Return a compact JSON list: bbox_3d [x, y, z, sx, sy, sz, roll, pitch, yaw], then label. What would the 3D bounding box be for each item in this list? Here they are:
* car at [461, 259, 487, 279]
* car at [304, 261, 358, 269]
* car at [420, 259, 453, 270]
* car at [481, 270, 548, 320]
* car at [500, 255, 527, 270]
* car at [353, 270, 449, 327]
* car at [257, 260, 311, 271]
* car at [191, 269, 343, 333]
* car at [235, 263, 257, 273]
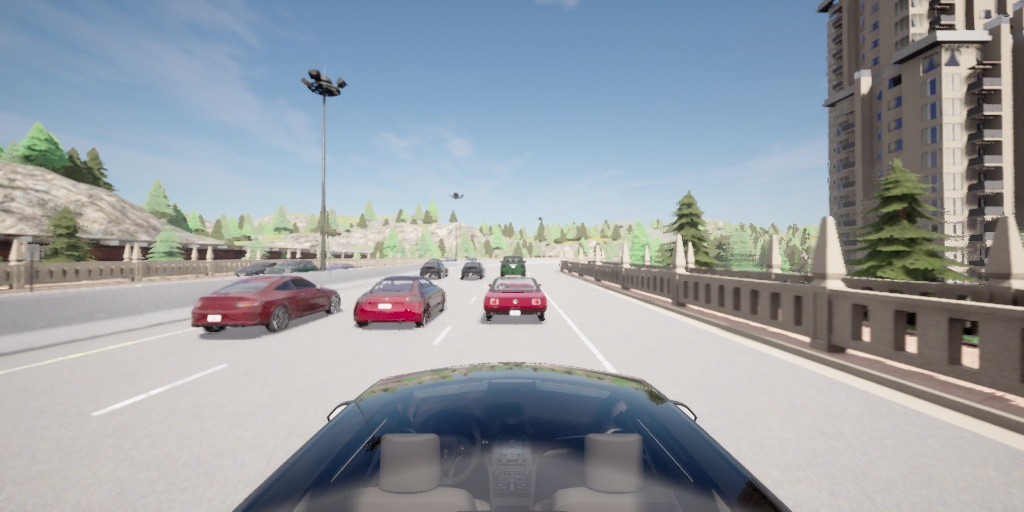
[{"bbox_3d":[-3.400,1.254,32.117,1.837,1.490,4.892,0,0,0],"label":"car"},{"bbox_3d":[-14.097,1.297,29.074,2.033,1.411,5.357,0,0,0],"label":"car"},{"bbox_3d":[-6.899,1.254,32.122,1.837,1.490,4.892,0,0,0],"label":"car"},{"bbox_3d":[0.097,1.351,12.557,1.895,1.301,4.718,0,0,0],"label":"car"},{"bbox_3d":[0.097,0.971,31.568,2.150,2.045,5.566,0,0,0],"label":"car"},{"bbox_3d":[-3.404,1.314,11.604,1.994,1.385,4.181,0,0,0],"label":"car"},{"bbox_3d":[-17.569,1.102,28.728,2.097,1.767,4.553,0,0,0],"label":"car"},{"bbox_3d":[-6.903,1.276,10.614,1.812,1.442,4.674,0,0,0],"label":"car"},{"bbox_3d":[-21.058,1.256,30.368,1.837,1.490,4.892,0,0,1],"label":"car"}]
